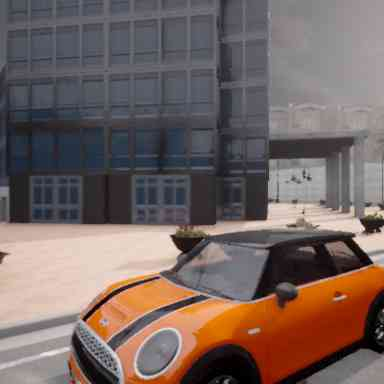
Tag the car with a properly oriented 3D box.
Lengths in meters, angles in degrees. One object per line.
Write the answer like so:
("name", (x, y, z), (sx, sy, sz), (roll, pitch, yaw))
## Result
("car", (0.780, 1.357, 4.543), (4.553, 1.767, 2.097), (0, 0, -36))
